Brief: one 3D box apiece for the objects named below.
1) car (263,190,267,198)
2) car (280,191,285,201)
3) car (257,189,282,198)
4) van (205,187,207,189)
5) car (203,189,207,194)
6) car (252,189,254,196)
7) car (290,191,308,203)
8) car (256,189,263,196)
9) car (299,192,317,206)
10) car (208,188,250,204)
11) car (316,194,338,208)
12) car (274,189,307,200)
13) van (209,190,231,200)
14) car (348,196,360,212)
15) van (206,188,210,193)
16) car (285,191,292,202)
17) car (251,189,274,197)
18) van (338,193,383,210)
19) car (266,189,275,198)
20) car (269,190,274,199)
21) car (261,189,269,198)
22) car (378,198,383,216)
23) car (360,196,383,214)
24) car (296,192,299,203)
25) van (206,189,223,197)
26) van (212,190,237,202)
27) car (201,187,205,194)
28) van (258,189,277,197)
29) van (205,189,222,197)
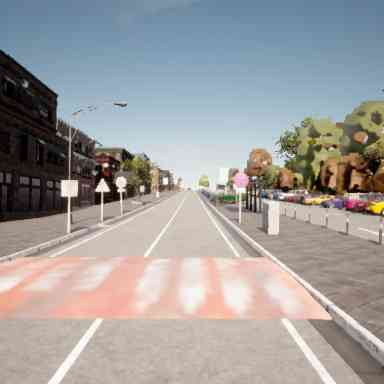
[{"bbox_3d":[18.757,0.781,72.505,4.792,1.488,2.163,0,1,0],"label":"car"},{"bbox_3d":[18.811,0.971,58.629,5.008,1.535,2.097,0,1,0],"label":"car"},{"bbox_3d":[18.804,0.330,80.832,5.566,2.045,2.435,0,1,0],"label":"car"},{"bbox_3d":[5.813,0.368,80.225,4.442,1.987,1.878,0,1,0],"label":"van"},{"bbox_3d":[5.707,0.652,77.423,4.892,1.521,2.231,0,1,0],"label":"car"},{"bbox_3d":[18.954,0.452,86.387,5.366,1.575,1.946,0,1,0],"label":"car"},{"bbox_3d":[18.820,1.055,53.077,4.892,1.521,2.231,0,1,0],"label":"car"},{"bbox_3d":[18.751,0.388,78.056,5.566,2.045,2.435,0,1,0],"label":"car"},{"bbox_3d":[18.635,1.134,47.527,5.366,1.575,1.946,0,1,0],"label":"car"},{"bbox_3d":[5.707,0.815,52.186,5.566,2.045,2.435,0,1,0],"label":"car"},{"bbox_3d":[18.800,1.249,41.977,4.792,1.488,2.163,0,1,0],"label":"car"},{"bbox_3d":[18.773,0.678,61.400,5.566,2.045,2.435,0,1,0],"label":"car"},{"bbox_3d":[5.829,0.583,69.007,4.442,1.987,1.878,0,1,0],"label":"van"},{"bbox_3d":[18.837,1.385,33.653,4.674,1.452,2.002,0,1,0],"label":"car"},{"bbox_3d":[5.599,0.630,66.205,4.442,1.987,1.878,0,1,0],"label":"van"},{"bbox_3d":[18.815,1.012,55.853,5.008,1.535,2.097,0,1,0],"label":"car"},{"bbox_3d":[18.793,0.140,89.157,5.566,2.045,2.435,0,1,0],"label":"car"},{"bbox_3d":[18.953,1.077,36.424,4.442,1.987,1.878,0,1,0],"label":"van"},{"bbox_3d":[18.975,0.795,69.733,5.366,1.575,1.946,0,1,0],"label":"car"},{"bbox_3d":[18.789,0.844,66.956,5.008,1.535,2.097,0,1,0],"label":"car"},{"bbox_3d":[18.812,0.725,75.287,4.792,1.488,2.163,0,1,0],"label":"car"},{"bbox_3d":[18.846,1.469,28.101,4.674,1.452,2.002,0,1,0],"label":"car"},{"bbox_3d":[18.839,1.386,30.875,5.008,1.535,2.097,0,1,0],"label":"car"},{"bbox_3d":[18.846,1.125,50.303,4.792,1.488,2.163,0,1,0],"label":"car"},{"bbox_3d":[5.806,0.241,85.829,4.442,1.987,1.878,0,1,0],"label":"van"},{"bbox_3d":[5.840,0.715,60.596,4.442,1.987,1.878,0,1,0],"label":"van"},{"bbox_3d":[5.665,0.279,83.024,5.566,2.045,2.435,0,1,0],"label":"car"},{"bbox_3d":[18.888,0.292,83.608,4.442,1.987,1.878,0,1,0],"label":"van"},{"bbox_3d":[5.802,0.177,88.631,4.442,1.987,1.878,0,1,0],"label":"van"}]
